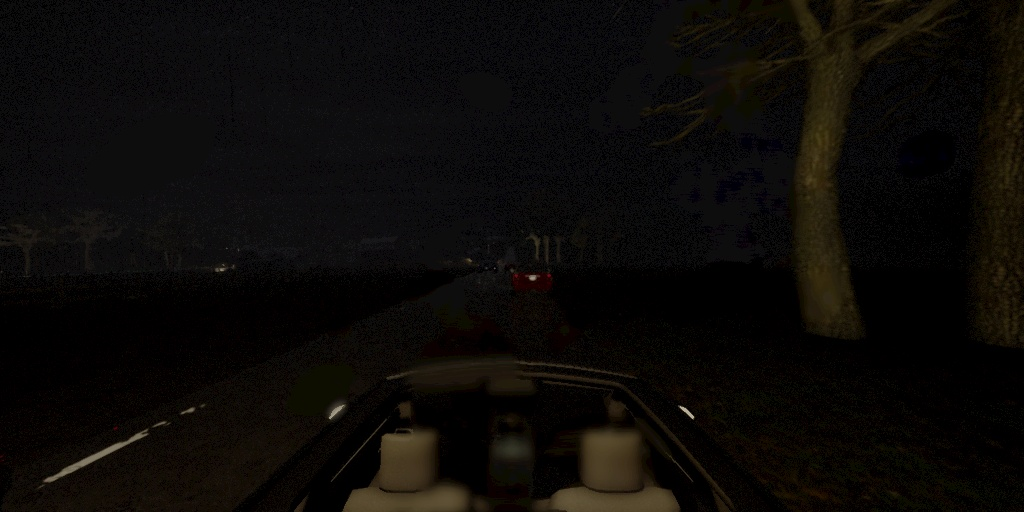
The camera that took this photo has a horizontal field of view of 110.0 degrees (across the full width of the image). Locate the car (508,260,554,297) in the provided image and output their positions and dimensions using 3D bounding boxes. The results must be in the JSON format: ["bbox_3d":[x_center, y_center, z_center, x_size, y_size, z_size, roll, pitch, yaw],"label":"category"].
[{"bbox_3d":[0.969,1.071,18.906,2.097,1.767,4.553,0,0,0],"label":"car"}]

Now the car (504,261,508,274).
[{"bbox_3d":[0.057,1.250,42.610,1.882,1.535,5.008,0,0,1],"label":"car"}]

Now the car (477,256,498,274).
[{"bbox_3d":[-2.799,0.995,42.342,2.150,2.045,5.566,0,-1,0],"label":"car"}]
